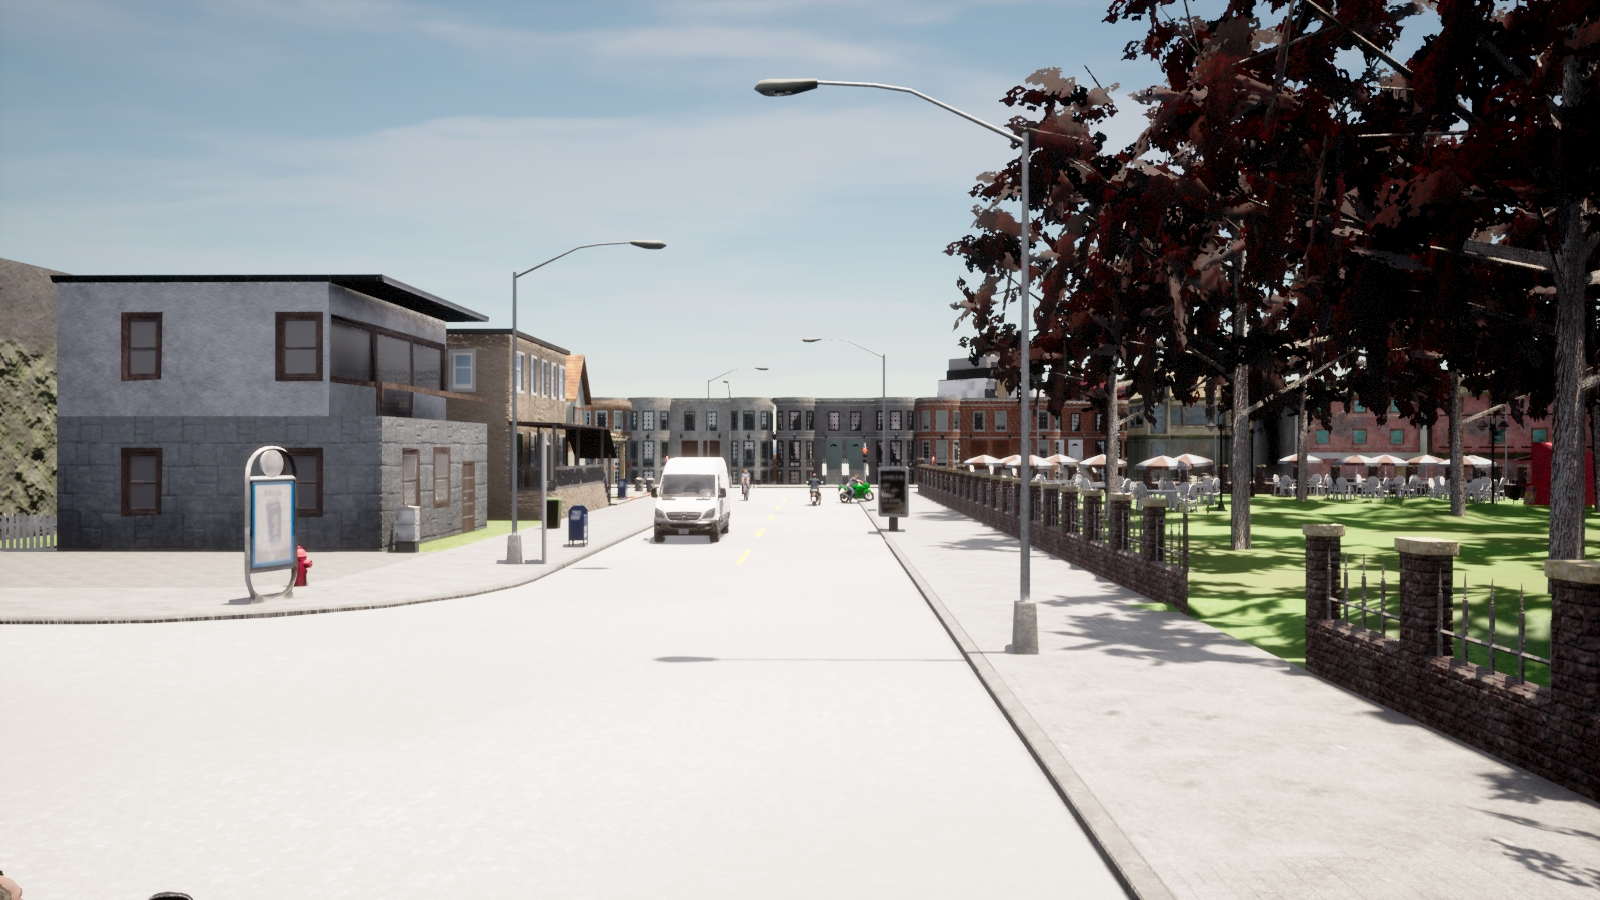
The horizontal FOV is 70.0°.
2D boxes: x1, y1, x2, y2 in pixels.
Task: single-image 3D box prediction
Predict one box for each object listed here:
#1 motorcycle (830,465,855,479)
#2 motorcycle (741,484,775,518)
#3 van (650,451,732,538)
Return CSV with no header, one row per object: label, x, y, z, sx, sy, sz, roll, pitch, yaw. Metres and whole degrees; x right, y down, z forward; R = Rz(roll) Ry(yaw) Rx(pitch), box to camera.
motorcycle,3.779,1.939,101.151,2.033,1.145,0.803,-5,-2,27
motorcycle,-1.677,1.985,45.065,0.867,1.251,2.209,0,0,-15
van,-3.393,1.314,36.728,1.988,2.561,5.915,0,0,1
